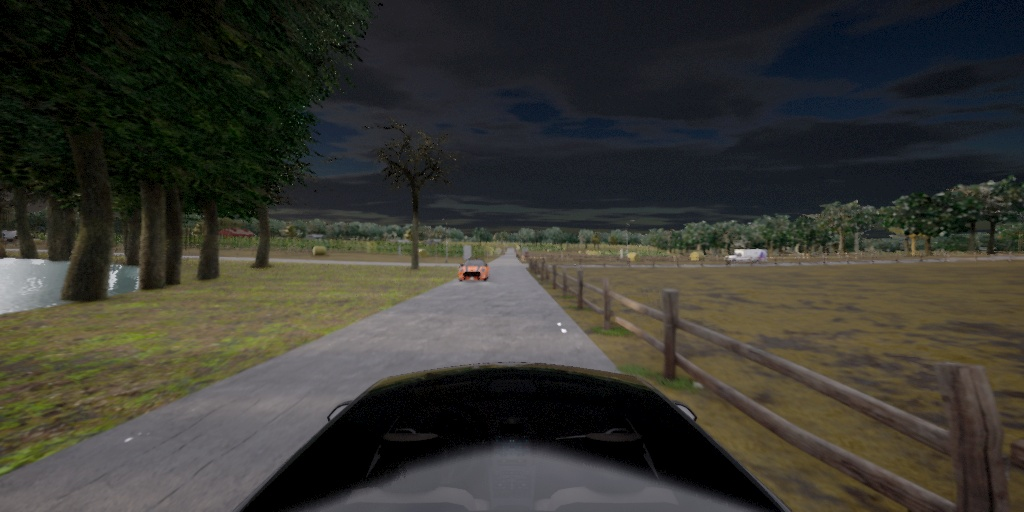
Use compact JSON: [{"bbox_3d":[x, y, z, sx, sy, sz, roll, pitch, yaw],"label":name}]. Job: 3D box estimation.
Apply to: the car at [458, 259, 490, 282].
[{"bbox_3d":[-2.843,1.010,27.686,2.097,1.767,4.553,0,0,0],"label":"car"}]
